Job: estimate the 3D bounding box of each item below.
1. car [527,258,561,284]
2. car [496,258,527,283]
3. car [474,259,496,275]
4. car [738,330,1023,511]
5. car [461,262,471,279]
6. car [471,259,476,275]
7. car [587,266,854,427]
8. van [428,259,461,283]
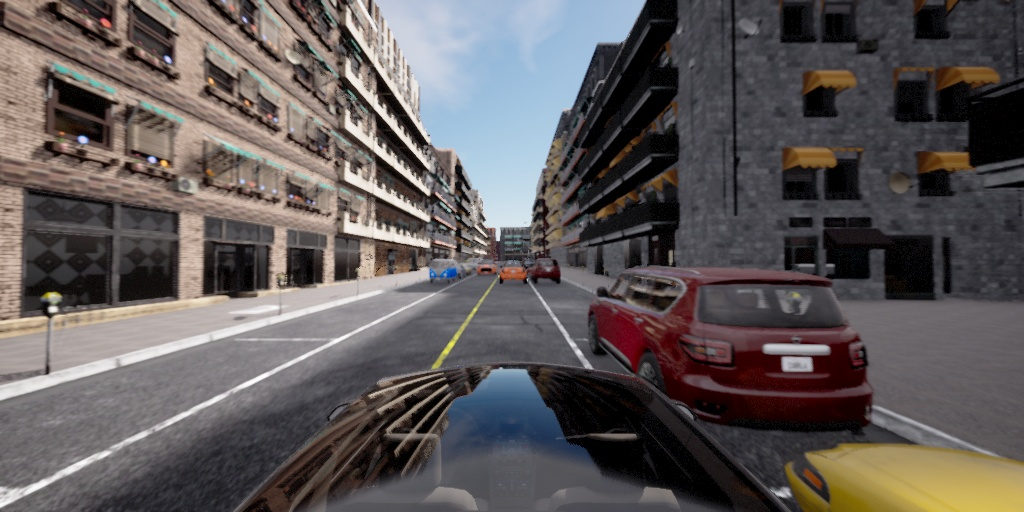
[{"bbox_3d":[2.565,1.114,27.866,2.192,1.841,5.009,0,0,0],"label":"car"},{"bbox_3d":[0.097,1.153,28.345,2.097,1.767,4.553,0,0,0],"label":"car"},{"bbox_3d":[-2.761,1.208,40.572,2.097,1.767,4.553,0,0,0],"label":"car"},{"bbox_3d":[2.567,1.275,0.241,1.751,1.417,4.829,0,0,0],"label":"car"},{"bbox_3d":[-5.315,1.374,33.396,2.007,1.370,4.403,0,0,0],"label":"car"},{"bbox_3d":[-5.315,1.374,38.788,1.751,1.417,4.829,0,0,0],"label":"car"},{"bbox_3d":[2.566,1.066,5.635,2.192,1.841,5.009,0,0,0],"label":"car"},{"bbox_3d":[-5.315,1.139,27.832,1.690,1.789,3.998,0,0,0],"label":"van"}]
